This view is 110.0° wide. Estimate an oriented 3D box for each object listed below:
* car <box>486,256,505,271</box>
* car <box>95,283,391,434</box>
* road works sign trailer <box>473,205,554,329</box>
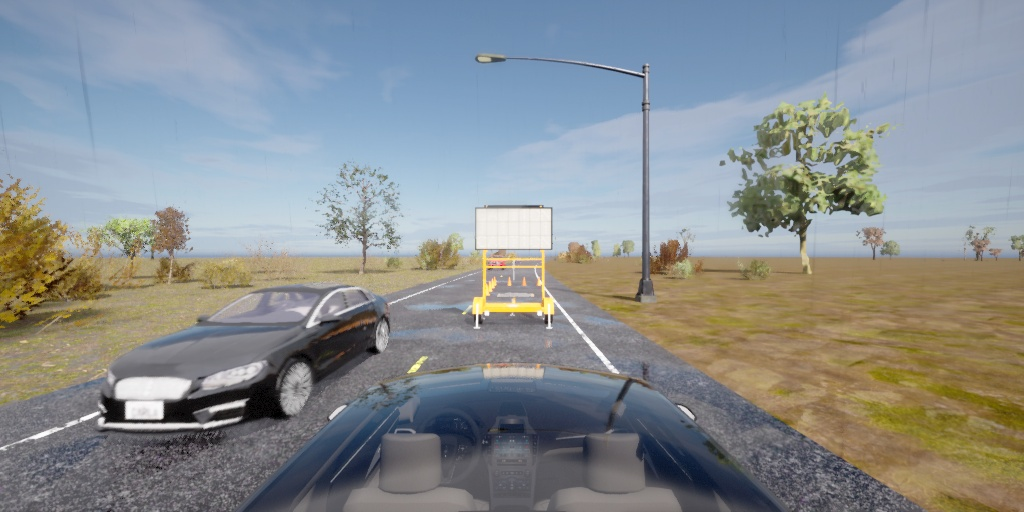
[{"bbox_3d":[-2.161,0.963,49.209,2.150,2.045,5.566,0,0,3],"label":"car"},{"bbox_3d":[-3.564,1.241,5.947,2.128,1.511,4.902,0,0,0],"label":"car"},{"bbox_3d":[0.057,0.214,11.270,2.380,3.560,2.880,0,0,1],"label":"road works sign trailer"}]
